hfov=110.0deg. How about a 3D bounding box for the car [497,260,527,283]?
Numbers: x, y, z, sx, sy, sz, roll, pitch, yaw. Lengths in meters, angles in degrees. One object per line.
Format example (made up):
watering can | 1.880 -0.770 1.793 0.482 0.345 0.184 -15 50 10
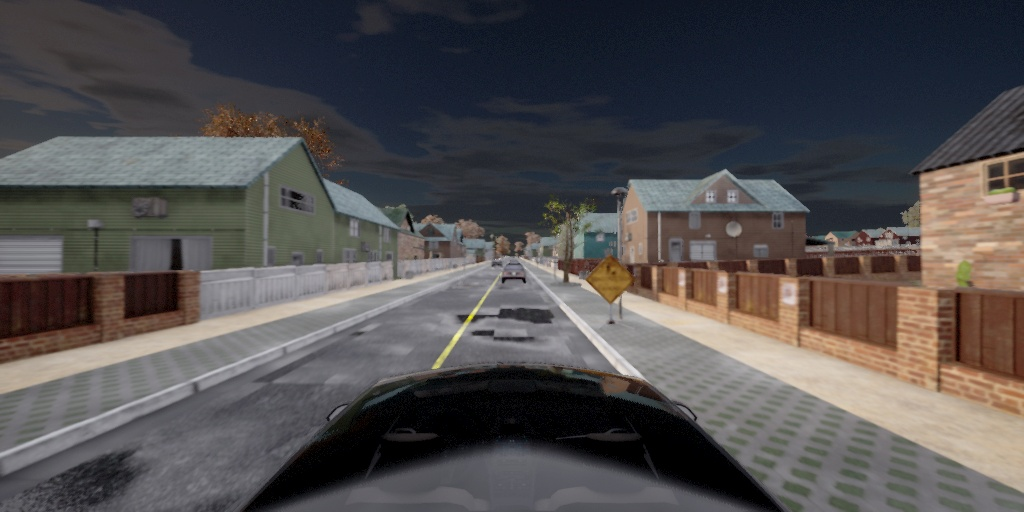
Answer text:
car | 0.157 1.292 27.733 2.033 1.411 5.357 0 0 1

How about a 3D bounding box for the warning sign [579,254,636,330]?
warning sign | 2.539 0.872 9.214 1.300 1.860 1.060 0 0 0

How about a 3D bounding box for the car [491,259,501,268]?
car | -2.555 1.261 61.486 2.033 1.411 5.357 0 0 1
